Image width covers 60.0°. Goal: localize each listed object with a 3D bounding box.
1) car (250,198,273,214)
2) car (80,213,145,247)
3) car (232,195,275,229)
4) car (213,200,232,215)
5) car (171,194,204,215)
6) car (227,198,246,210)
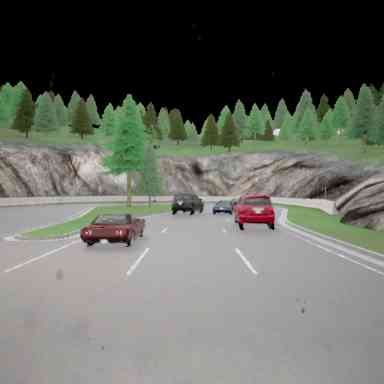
[{"bbox_3d":[7.756,1.491,36.880,2.128,1.511,4.902,0,0,16],"label":"car"},{"bbox_3d":[-3.340,1.601,15.019,1.895,1.301,4.718,0,0,1],"label":"car"},{"bbox_3d":[3.983,1.223,21.624,2.150,2.045,5.566,0,0,4],"label":"car"},{"bbox_3d":[3.426,1.564,34.360,1.994,1.385,4.181,0,0,15],"label":"car"},{"bbox_3d":[-0.363,1.219,33.933,2.150,2.045,5.566,0,0,16],"label":"car"},{"bbox_3d":[6.010,1.547,44.114,2.033,1.411,5.357,0,0,12],"label":"car"}]
